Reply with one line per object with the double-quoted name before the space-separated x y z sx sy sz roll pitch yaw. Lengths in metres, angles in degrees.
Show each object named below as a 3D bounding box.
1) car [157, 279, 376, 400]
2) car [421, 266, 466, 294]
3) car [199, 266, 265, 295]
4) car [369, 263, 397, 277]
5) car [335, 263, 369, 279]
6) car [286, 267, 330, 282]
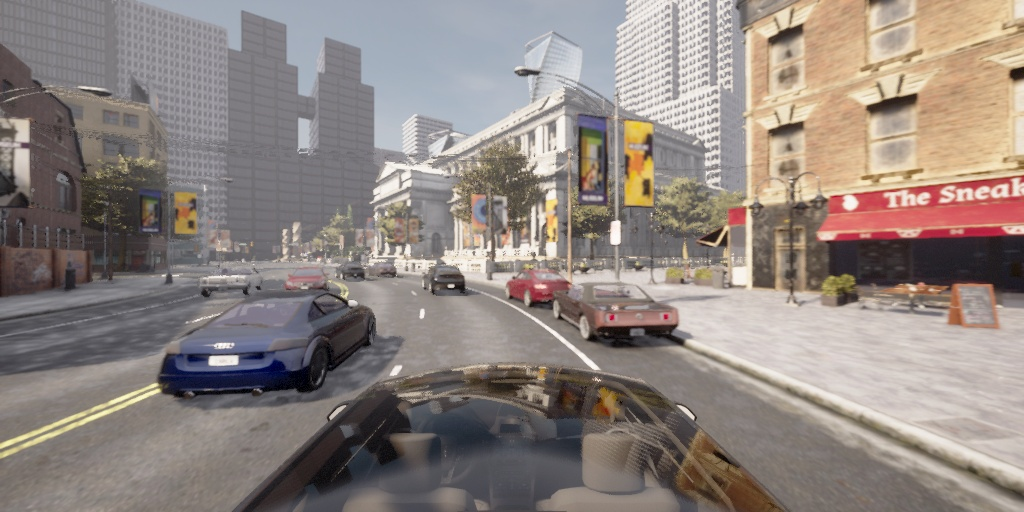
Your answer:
"car" -3.979 1.335 6.665 1.994 1.385 4.181 0 0 -6
"car" -3.979 1.281 20.510 1.837 1.490 4.892 0 0 -21
"car" -14.571 1.228 18.908 1.895 1.301 4.718 0 0 -25
"car" -13.340 1.374 36.550 2.033 1.411 5.357 0 0 -36
"car" -14.465 1.336 31.967 1.837 1.490 4.892 0 0 -34
"car" -11.186 1.337 19.848 1.812 1.442 4.674 0 0 -24
